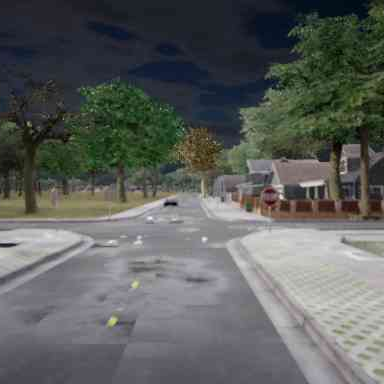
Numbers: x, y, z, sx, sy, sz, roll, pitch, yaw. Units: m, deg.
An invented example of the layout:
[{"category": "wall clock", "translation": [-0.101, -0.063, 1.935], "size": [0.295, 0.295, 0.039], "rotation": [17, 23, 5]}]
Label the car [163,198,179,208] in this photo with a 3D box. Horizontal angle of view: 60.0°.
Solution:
[{"category": "car", "translation": [-2.738, 1.405, 44.417], "size": [1.895, 1.301, 4.718], "rotation": [0, 0, 0]}]
